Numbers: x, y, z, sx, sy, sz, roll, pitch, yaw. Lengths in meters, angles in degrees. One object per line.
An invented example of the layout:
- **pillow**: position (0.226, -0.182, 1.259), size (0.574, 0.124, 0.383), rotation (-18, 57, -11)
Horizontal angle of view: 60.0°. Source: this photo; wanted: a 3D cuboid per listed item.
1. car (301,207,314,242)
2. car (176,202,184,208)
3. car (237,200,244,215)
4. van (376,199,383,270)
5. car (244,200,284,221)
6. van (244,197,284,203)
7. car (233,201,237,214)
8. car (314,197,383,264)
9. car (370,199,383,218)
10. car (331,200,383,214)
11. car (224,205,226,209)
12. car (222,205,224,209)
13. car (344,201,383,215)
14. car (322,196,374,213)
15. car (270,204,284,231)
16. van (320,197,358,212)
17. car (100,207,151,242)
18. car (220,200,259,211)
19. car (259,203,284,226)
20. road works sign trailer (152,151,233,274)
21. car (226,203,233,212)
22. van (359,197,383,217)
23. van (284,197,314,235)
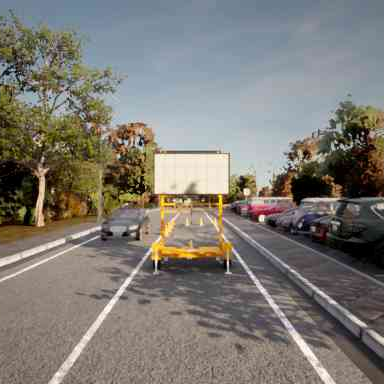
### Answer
- **car**: position (7.100, 1.501, 13.007), size (4.792, 1.488, 2.163), rotation (0, 0, 0)
- **car**: position (-3.136, 3.516, 90.402), size (2.097, 1.767, 4.553), rotation (0, -3, 0)
- **car**: position (7.111, 1.761, 32.445), size (4.674, 1.452, 2.002), rotation (0, -1, 0)
- **van**: position (6.943, 1.234, 7.481), size (4.442, 1.987, 1.878), rotation (0, 0, 0)
- **car**: position (7.103, 1.650, 26.893), size (5.008, 1.535, 2.097), rotation (0, -1, 0)
- **van**: position (7.220, 1.460, 29.672), size (4.442, 1.987, 1.878), rotation (0, -1, 0)
- **car**: position (7.144, 1.786, 35.220), size (4.792, 1.488, 2.163), rotation (0, -1, 0)
- **car**: position (7.093, 1.200, 10.257), size (5.566, 2.045, 2.435), rotation (0, 0, 0)
- **car**: position (20.157, 1.592, 32.223), size (4.553, 1.767, 2.185), rotation (0, -1, 0)
- **car**: position (20.019, 1.823, 40.529), size (5.366, 1.575, 1.946), rotation (0, -1, 0)
- **car**: position (7.137, 1.874, 43.545), size (5.008, 1.535, 2.097), rotation (0, -1, 0)
- **car**: position (7.141, 1.926, 46.317), size (4.892, 1.521, 2.231), rotation (0, -1, 0)
- **car**: position (20.192, 1.789, 37.762), size (4.892, 1.521, 2.231), rotation (0, -1, 0)
- **car**: position (20.238, 1.616, 43.301), size (5.566, 2.045, 2.435), rotation (0, -1, 0)
- **car**: position (7.084, 1.583, 18.565), size (4.674, 1.452, 2.002), rotation (0, -1, 0)
- **van**: position (20.333, 1.696, 46.192), size (4.442, 1.987, 1.878), rotation (0, -1, 0)
- **car**: position (-3.239, 1.560, 16.936), size (2.128, 1.511, 4.902), rotation (0, 0, 0)
- **car**: position (6.956, 1.981, 49.085), size (5.366, 1.575, 1.946), rotation (0, -1, 0)
- **car**: position (7.057, 1.608, 21.342), size (4.792, 1.488, 2.163), rotation (0, -1, 0)
- **road works sign trailer**: position (-0.016, 0.492, 10.602), size (2.380, 3.560, 2.880), rotation (0, 0, -1)
- **car**: position (7.091, 1.541, 38.000), size (5.566, 2.045, 2.435), rotation (0, -1, 0)
- **van**: position (20.310, 1.527, 34.994), size (4.442, 1.987, 1.878), rotation (0, -1, 0)
- **van**: position (6.959, 1.281, 15.793), size (4.442, 1.987, 1.878), rotation (0, -1, 0)
